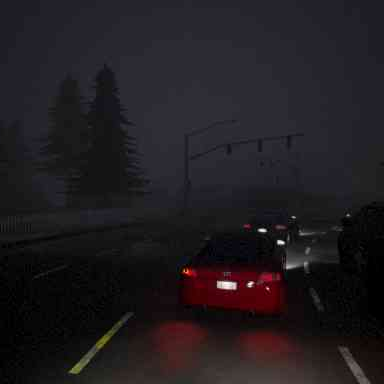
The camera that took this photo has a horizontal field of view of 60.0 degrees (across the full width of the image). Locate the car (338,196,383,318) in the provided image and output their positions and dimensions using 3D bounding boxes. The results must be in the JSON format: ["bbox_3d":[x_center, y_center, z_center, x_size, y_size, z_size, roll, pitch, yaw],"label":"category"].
[{"bbox_3d":[4.707,1.221,7.259,2.150,2.045,5.566,0,0,15],"label":"car"}]

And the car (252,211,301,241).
[{"bbox_3d":[3.792,1.564,15.589,1.994,1.385,4.181,0,0,26],"label":"car"}]

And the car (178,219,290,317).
[{"bbox_3d":[1.130,1.564,7.620,1.994,1.385,4.181,0,0,15],"label":"car"}]

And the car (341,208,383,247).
[{"bbox_3d":[8.371,1.564,15.849,1.994,1.385,4.181,0,0,28],"label":"car"}]
